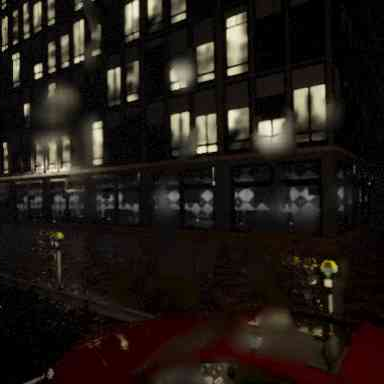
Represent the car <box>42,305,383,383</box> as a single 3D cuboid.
[{"bbox_3d":[0.572,1.590,2.477,4.206,1.307,1.802,-1,-1,35],"label":"car"}]
